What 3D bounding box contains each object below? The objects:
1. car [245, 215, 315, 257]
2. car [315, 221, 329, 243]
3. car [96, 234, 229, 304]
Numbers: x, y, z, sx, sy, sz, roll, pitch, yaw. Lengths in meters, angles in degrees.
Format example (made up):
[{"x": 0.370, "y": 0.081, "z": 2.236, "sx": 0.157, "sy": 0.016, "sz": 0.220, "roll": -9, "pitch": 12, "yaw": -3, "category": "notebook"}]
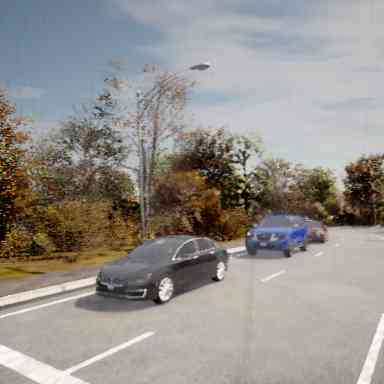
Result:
[{"x": 4.810, "y": 2.303, "z": 18.154, "sx": 2.150, "sy": 2.045, "sz": 5.566, "roll": -3, "pitch": -5, "yaw": 31, "category": "car"}, {"x": 9.802, "y": 3.167, "z": 26.972, "sx": 2.097, "sy": 1.767, "sz": 4.553, "roll": -3, "pitch": -6, "yaw": 27, "category": "car"}, {"x": -0.587, "y": 2.074, "z": 9.826, "sx": 1.837, "sy": 1.490, "sz": 4.892, "roll": -3, "pitch": -4, "yaw": 33, "category": "car"}]
